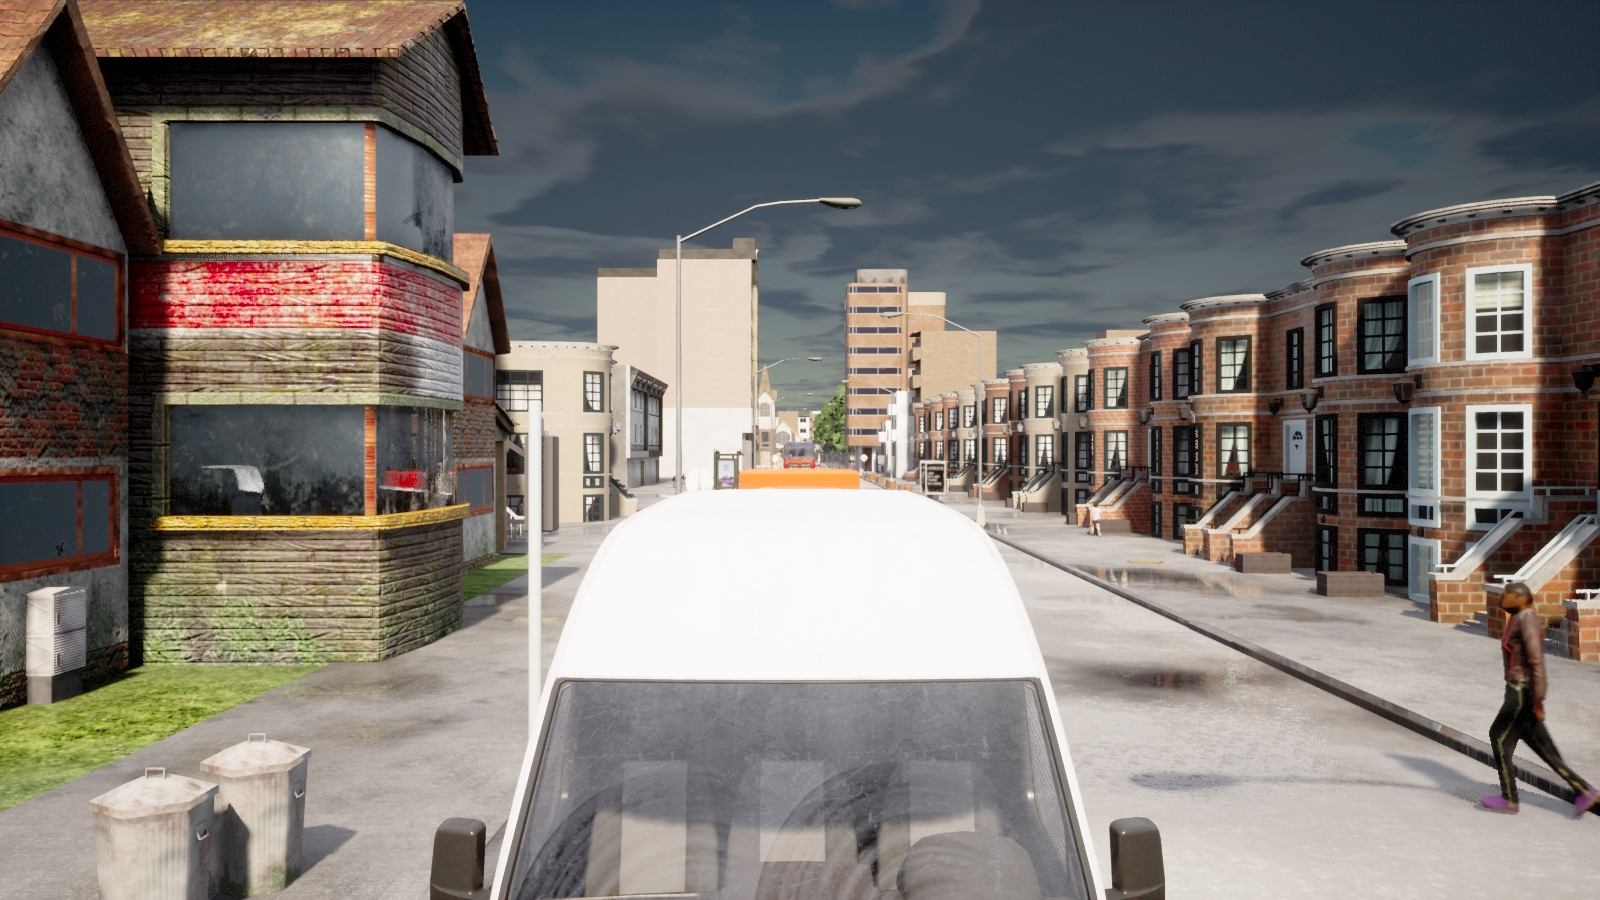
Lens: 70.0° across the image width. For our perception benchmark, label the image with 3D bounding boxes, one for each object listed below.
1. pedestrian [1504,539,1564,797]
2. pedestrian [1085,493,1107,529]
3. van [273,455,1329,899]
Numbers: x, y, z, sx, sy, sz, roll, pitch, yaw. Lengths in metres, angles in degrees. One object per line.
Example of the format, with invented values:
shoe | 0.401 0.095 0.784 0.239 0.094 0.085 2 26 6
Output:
pedestrian | 5.581 1.629 8.691 0.375 1.860 0.375 0 0 33
pedestrian | 9.259 1.903 35.745 0.500 1.100 0.500 0 0 -5
van | -0.003 1.314 5.110 1.988 2.561 5.915 0 0 0
